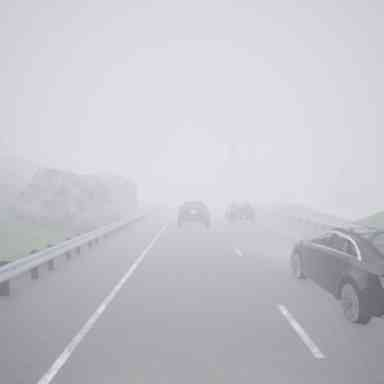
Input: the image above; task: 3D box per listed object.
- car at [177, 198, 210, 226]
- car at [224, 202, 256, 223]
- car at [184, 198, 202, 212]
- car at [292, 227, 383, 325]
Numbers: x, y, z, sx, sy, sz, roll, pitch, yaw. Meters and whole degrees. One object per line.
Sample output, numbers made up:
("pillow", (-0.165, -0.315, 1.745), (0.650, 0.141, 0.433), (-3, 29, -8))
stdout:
("car", (0.098, 1.368, 23.325), (2.097, 1.767, 4.553), (0, 0, 0))
("car", (3.598, 1.509, 25.377), (2.128, 1.511, 4.902), (0, 0, 0))
("car", (0.089, 1.519, 41.198), (2.128, 1.511, 4.902), (0, 0, 0))
("car", (3.599, 1.496, 7.089), (2.128, 1.511, 4.902), (0, 0, 0))
